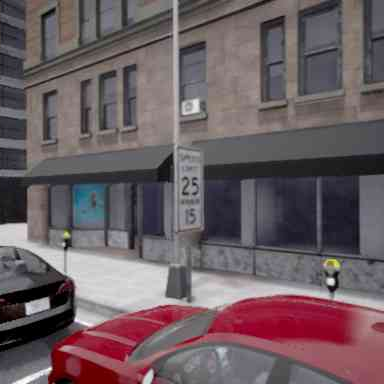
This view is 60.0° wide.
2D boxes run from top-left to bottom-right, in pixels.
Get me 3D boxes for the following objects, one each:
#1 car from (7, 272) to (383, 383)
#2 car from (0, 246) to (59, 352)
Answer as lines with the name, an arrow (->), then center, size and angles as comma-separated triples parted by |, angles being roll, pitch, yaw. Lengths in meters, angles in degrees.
car -> 0.661, 1.554, 2.607 | 4.507, 1.381, 1.887 | -1, 0, 36
car -> -3.817, 1.630, 5.802 | 4.313, 1.339, 1.947 | -1, 0, 36
